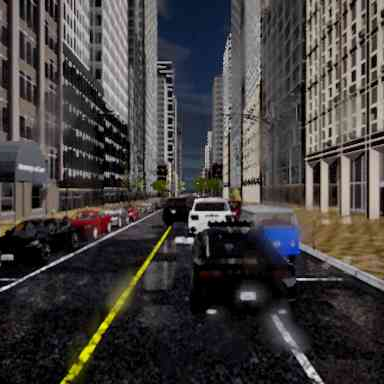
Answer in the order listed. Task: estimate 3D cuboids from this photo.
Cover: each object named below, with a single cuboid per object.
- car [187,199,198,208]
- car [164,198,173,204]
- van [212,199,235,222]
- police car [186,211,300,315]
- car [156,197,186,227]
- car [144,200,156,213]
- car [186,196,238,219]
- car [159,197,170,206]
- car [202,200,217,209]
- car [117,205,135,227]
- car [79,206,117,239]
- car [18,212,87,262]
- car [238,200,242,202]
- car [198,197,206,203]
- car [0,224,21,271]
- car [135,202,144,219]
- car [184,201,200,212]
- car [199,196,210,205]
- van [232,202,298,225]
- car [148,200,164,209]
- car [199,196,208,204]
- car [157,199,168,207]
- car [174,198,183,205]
[{"bbox_3d":[0.045,1.957,58.823,1.812,1.442,4.674,0,0,0],"label":"car"},{"bbox_3d":[-5.636,2.116,80.503,1.752,1.417,4.829,-1,0,0],"label":"car"},{"bbox_3d":[2.704,1.558,29.517,1.690,1.788,3.998,-1,0,0],"label":"van"},{"bbox_3d":[0.906,1.484,7.923,1.930,1.638,5.238,0,0,0],"label":"police car"},{"bbox_3d":[-0.124,1.399,24.200,2.150,2.045,5.566,-1,0,24],"label":"car"},{"bbox_3d":[-5.666,1.853,40.888,2.008,1.369,4.403,-1,0,0],"label":"car"},{"bbox_3d":[0.914,1.356,17.845,2.150,2.045,5.566,0,0,0],"label":"car"},{"bbox_3d":[-5.646,1.949,69.306,1.967,1.590,4.097,-1,0,0],"label":"car"},{"bbox_3d":[2.723,1.933,52.249,2.008,1.369,4.403,-1,0,0],"label":"car"},{"bbox_3d":[-5.680,1.728,23.838,2.008,1.369,4.403,-1,0,0],"label":"car"},{"bbox_3d":[-5.683,1.681,18.154,1.887,1.381,4.507,-1,0,0],"label":"car"},{"bbox_3d":[-5.688,1.660,12.471,1.947,1.339,4.313,-1,0,0],"label":"car"},{"bbox_3d":[2.699,1.490,23.833,2.192,1.841,5.009,-1,0,0],"label":"car"},{"bbox_3d":[2.753,2.110,92.034,1.967,1.590,4.097,-1,0,0],"label":"car"},{"bbox_3d":[-5.692,1.603,6.787,2.008,1.369,4.403,-1,0,0],"label":"car"},{"bbox_3d":[-5.675,1.801,29.521,1.802,1.307,4.206,-1,0,0],"label":"car"},{"bbox_3d":[0.048,1.895,45.097,1.994,1.385,4.181,0,0,1],"label":"car"},{"bbox_3d":[2.738,1.863,74.985,2.192,1.841,5.009,-1,0,0],"label":"car"},{"bbox_3d":[2.691,1.433,12.466,1.690,1.788,3.998,-1,0,0],"label":"van"},{"bbox_3d":[-5.657,1.936,52.255,2.008,1.369,4.403,-1,0,0],"label":"car"},{"bbox_3d":[2.742,1.904,80.669,2.192,1.841,5.009,-1,0,0],"label":"car"},{"bbox_3d":[-5.649,2.050,63.622,1.802,1.307,4.206,-1,0,0],"label":"car"},{"bbox_3d":[-2.944,2.059,72.757,1.812,1.442,4.674,0,0,0],"label":"car"}]
